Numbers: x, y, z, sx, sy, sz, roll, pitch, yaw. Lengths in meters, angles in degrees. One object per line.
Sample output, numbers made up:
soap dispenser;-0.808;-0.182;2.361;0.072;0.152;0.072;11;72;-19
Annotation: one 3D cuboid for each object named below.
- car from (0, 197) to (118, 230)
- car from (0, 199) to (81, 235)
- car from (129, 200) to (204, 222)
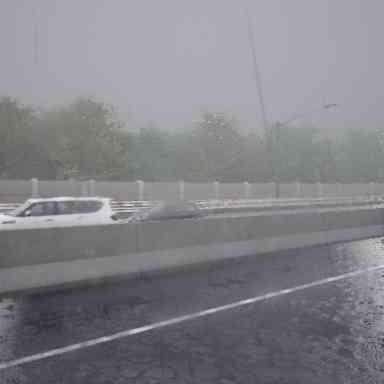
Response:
car;-5.619;1.211;12.870;5.566;2.045;2.150;0;0;-35
car;-8.986;1.331;19.057;4.553;1.767;2.097;0;0;-35
car;-1.504;1.331;20.043;4.553;1.767;2.097;0;0;-35
